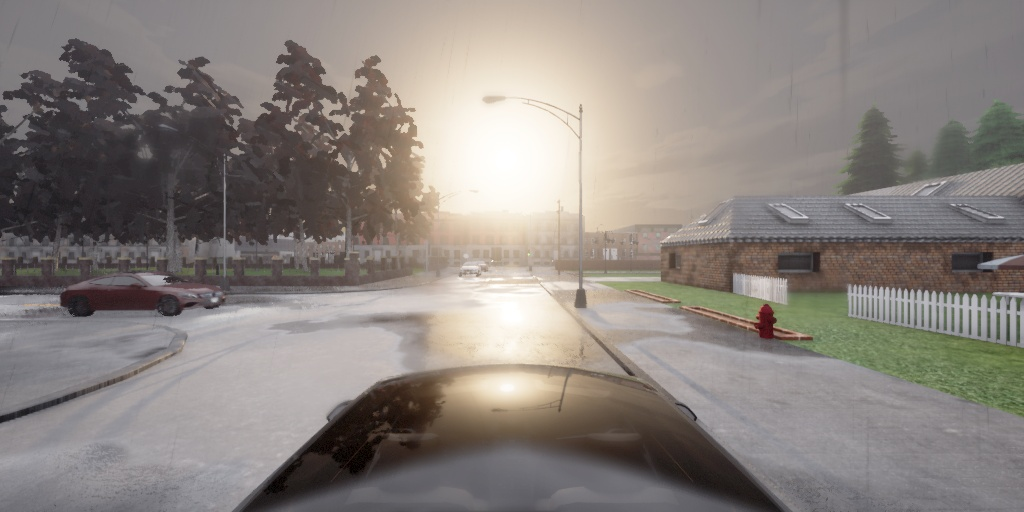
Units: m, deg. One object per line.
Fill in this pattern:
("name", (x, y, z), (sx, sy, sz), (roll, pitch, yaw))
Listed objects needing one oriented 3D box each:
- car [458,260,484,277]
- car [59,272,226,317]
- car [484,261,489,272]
("car", (-4.088, 1.276, 35.668), (1.812, 1.442, 4.674), (0, 0, 0))
("car", (-12.756, 1.276, 12.521), (4.674, 1.442, 1.812), (0, 0, -1))
("car", (-4.060, 1.276, 45.468), (1.812, 1.442, 4.674), (0, 0, 0))
